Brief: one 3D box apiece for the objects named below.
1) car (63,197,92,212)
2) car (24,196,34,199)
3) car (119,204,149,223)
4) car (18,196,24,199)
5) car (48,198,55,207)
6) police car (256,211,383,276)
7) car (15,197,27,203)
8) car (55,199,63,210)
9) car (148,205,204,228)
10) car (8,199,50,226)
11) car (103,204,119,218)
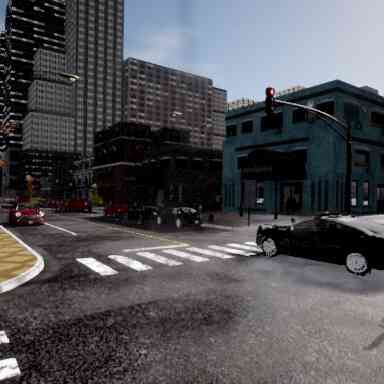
[{"bbox_3d":[-14.190,1.574,42.166,2.192,1.841,5.009,1,-1,-35],"label":"car"},{"bbox_3d":[-33.333,1.945,69.626,1.752,1.417,4.829,1,-1,-35],"label":"car"},{"bbox_3d":[-4.061,1.741,27.632,1.947,1.339,4.313,1,-1,-35],"label":"car"},{"bbox_3d":[-39.561,1.788,78.612,2.192,1.841,5.009,1,-1,-35],"label":"car"},{"bbox_3d":[-23.748,1.778,55.801,1.967,1.590,4.097,1,-1,-35],"label":"car"},{"bbox_3d":[4.263,1.430,10.665,1.930,1.638,5.238,0,0,-35],"label":"police car"},{"bbox_3d":[-42.725,2.051,83.171,2.008,1.369,4.403,1,-1,-35],"label":"car"},{"bbox_3d":[-17.381,1.725,46.708,1.967,1.590,4.097,1,-1,-35],"label":"car"},{"bbox_3d":[-0.938,1.700,23.127,2.008,1.369,4.403,1,-1,-35],"label":"car"},{"bbox_3d":[-11.763,1.492,23.582,1.967,1.590,4.097,1,-1,-35],"label":"car"},{"bbox_3d":[-7.184,1.783,32.135,1.802,1.307,4.206,1,-1,-35],"label":"car"}]
